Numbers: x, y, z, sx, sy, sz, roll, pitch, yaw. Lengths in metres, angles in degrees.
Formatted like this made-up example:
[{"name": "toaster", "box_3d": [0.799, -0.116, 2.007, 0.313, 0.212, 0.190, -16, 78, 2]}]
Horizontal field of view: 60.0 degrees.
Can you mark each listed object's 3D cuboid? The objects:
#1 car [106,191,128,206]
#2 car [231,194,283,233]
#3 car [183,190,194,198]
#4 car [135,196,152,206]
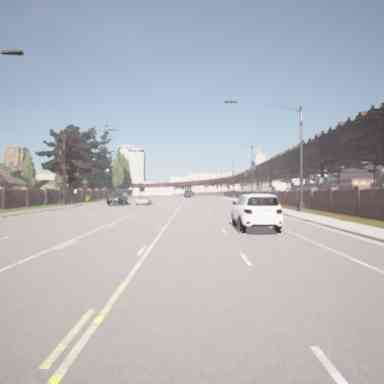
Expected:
[{"name": "car", "box_3d": [-10.558, 0.930, 47.461, 2.150, 2.045, 5.566, 0, 0, 0]}, {"name": "car", "box_3d": [3.603, 1.122, 19.154, 2.150, 2.045, 5.566, 0, 0, 0]}, {"name": "car", "box_3d": [-1.198, 0.734, 94.924, 2.097, 1.767, 4.553, 0, 0, 0]}, {"name": "car", "box_3d": [-7.058, 1.300, 48.727, 1.895, 1.301, 4.718, 0, 0, 0]}]
